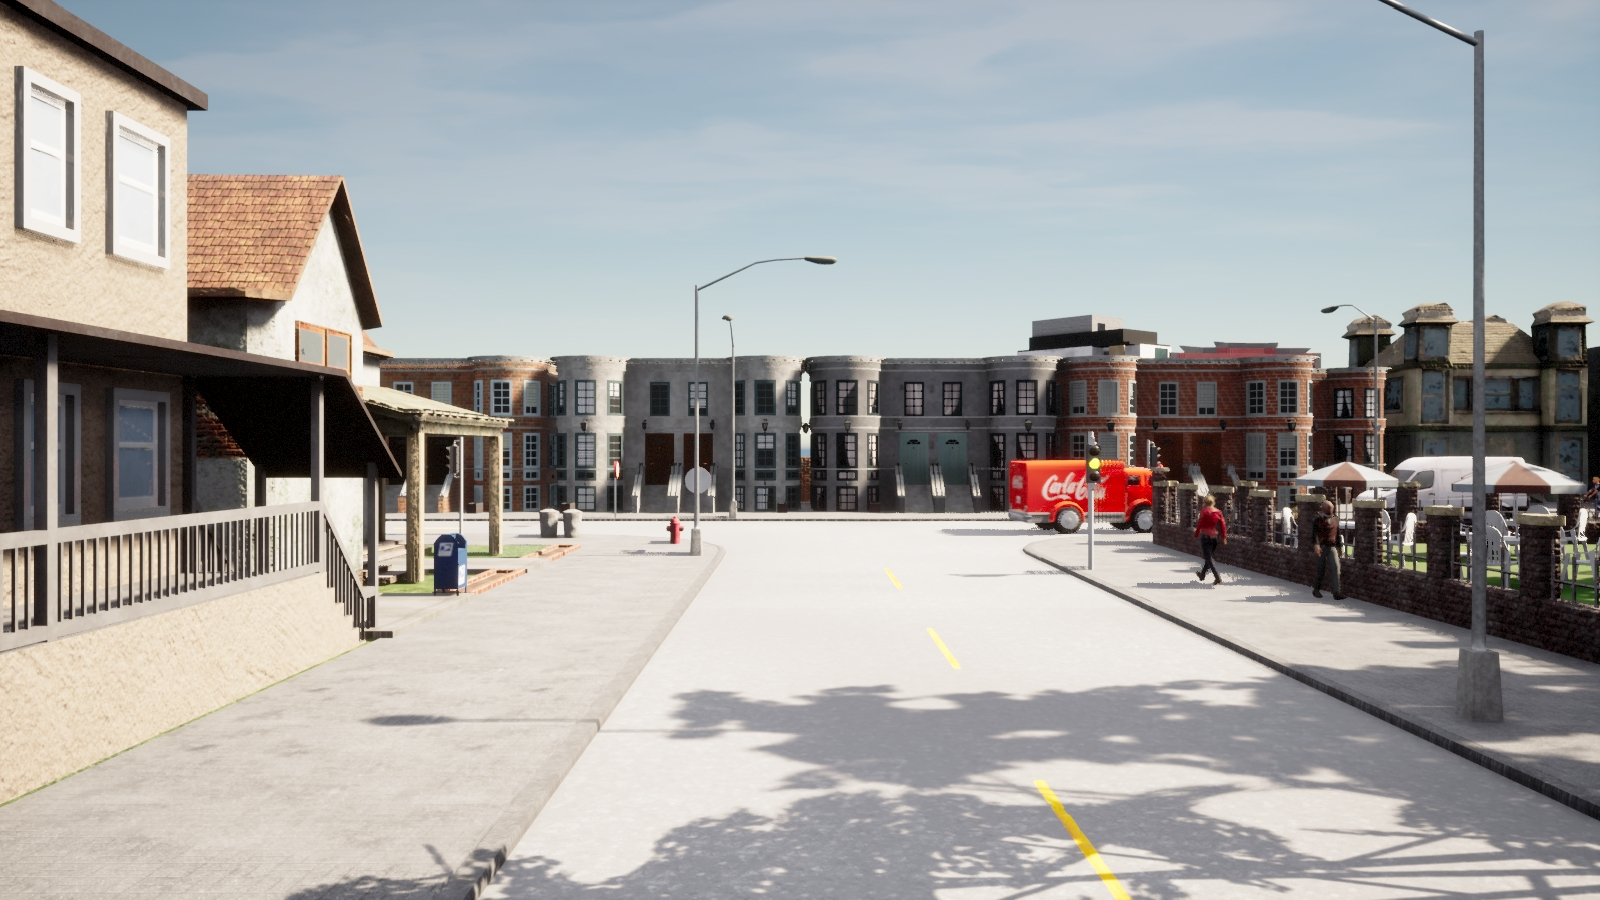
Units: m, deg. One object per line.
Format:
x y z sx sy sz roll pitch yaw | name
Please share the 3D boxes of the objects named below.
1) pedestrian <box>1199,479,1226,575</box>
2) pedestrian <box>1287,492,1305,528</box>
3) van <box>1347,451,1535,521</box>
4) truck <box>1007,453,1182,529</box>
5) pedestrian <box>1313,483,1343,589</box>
8.121 1.516 22.491 0.375 1.860 0.375 0 0 -4 | pedestrian
15.756 1.898 36.284 0.500 1.100 0.500 0 0 19 | pedestrian
23.901 1.314 42.744 5.915 2.561 1.988 0 0 0 | van
9.937 1.350 38.926 5.204 2.467 2.627 0 0 -4 | truck
9.384 1.516 20.311 0.375 1.860 0.375 0 0 0 | pedestrian
